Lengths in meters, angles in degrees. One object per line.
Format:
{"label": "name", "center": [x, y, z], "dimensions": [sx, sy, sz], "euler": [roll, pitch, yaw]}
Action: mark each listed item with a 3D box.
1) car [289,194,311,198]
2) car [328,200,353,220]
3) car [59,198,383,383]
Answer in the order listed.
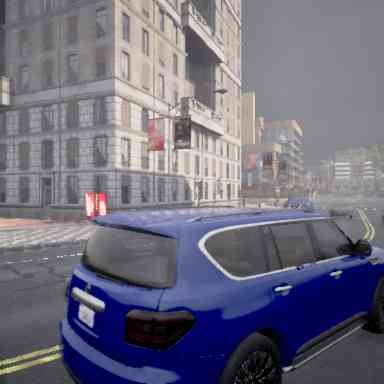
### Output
{"label": "car", "center": [9.836, 1.224, 30.501], "dimensions": [2.150, 2.045, 5.566], "euler": [0, 0, 26]}
{"label": "car", "center": [12.965, 1.509, 28.929], "dimensions": [1.837, 1.490, 4.892], "euler": [0, -1, 26]}
{"label": "car", "center": [1.025, 1.223, 4.858], "dimensions": [5.566, 2.045, 2.150], "euler": [0, 0, -42]}
